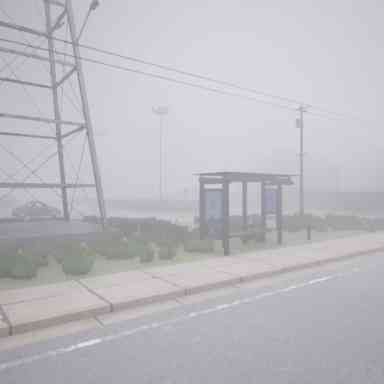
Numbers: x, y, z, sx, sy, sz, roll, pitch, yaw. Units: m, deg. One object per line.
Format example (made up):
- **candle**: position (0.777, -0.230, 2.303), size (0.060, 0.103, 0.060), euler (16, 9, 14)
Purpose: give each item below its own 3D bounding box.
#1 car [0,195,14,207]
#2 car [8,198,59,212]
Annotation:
- **car**: position (-27.478, 1.309, 47.341), size (4.605, 1.855, 1.932), euler (0, 0, -37)
- **car**: position (-13.762, 1.519, 29.531), size (3.905, 1.438, 1.784), euler (0, 0, -37)
